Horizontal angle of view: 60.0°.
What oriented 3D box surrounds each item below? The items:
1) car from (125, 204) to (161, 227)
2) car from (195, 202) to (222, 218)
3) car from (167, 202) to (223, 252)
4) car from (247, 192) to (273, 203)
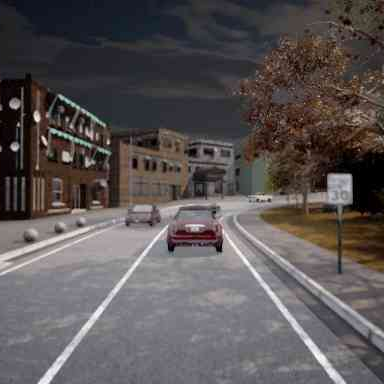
[{"bbox_3d":[-3.268,1.551,22.981,1.812,1.442,4.674,0,0,4],"label":"car"},{"bbox_3d":[1.658,1.624,31.574,1.895,1.301,4.718,0,0,12],"label":"car"},{"bbox_3d":[0.130,1.367,14.186,2.097,1.767,4.553,0,0,1],"label":"car"},{"bbox_3d":[12.823,0.996,62.824,5.566,2.045,2.150,-1,0,-37],"label":"car"}]
